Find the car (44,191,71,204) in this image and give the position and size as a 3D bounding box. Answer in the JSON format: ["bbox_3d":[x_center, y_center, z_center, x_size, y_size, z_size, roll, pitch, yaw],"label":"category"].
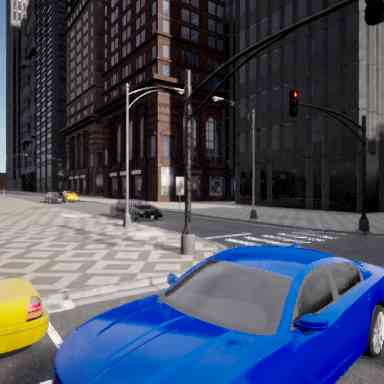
[{"bbox_3d":[-17.099,0.726,41.525,1.837,1.490,4.892,0,0,-35],"label":"car"}]

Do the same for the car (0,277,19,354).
[{"bbox_3d":[-4.232,1.525,3.630,4.829,1.417,1.752,0,0,-35],"label":"car"}]

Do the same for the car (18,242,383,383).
[{"bbox_3d":[0.880,1.482,4.137,1.882,1.535,5.008,2,1,44],"label":"car"}]

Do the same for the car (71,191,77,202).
[{"bbox_3d":[-18.339,0.591,48.670,1.882,1.535,5.008,0,1,-36],"label":"car"}]

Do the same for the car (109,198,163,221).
[{"bbox_3d":[-4.081,1.165,23.393,2.033,1.411,5.357,0,1,-36],"label":"car"}]
